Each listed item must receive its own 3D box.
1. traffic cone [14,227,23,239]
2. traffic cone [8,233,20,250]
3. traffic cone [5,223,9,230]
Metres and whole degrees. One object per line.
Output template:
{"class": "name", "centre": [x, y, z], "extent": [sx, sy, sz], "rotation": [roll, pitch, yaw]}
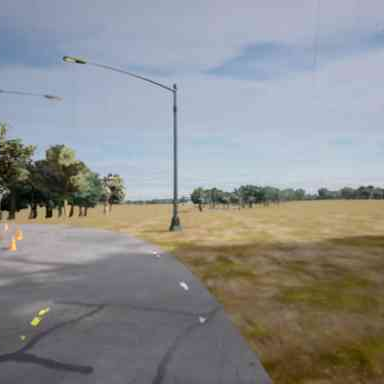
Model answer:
{"class": "traffic cone", "centre": [-9.836, 2.403, 19.023], "extent": [0.340, 0.580, 0.340], "rotation": [1, -2, -27]}
{"class": "traffic cone", "centre": [-7.919, 2.250, 14.713], "extent": [0.340, 0.580, 0.340], "rotation": [1, -2, -21]}
{"class": "traffic cone", "centre": [-14.960, 2.789, 26.924], "extent": [0.340, 0.580, 0.340], "rotation": [2, -4, -39]}
